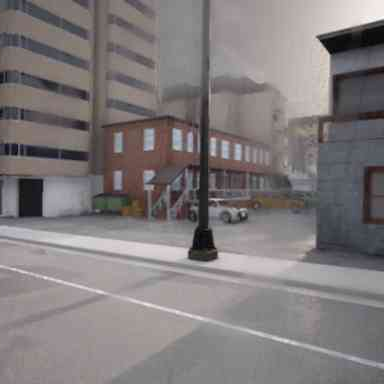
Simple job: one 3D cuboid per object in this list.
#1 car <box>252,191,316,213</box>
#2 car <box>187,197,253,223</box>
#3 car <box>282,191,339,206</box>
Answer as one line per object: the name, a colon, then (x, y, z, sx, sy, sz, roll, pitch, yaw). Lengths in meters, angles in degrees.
car: (7.231, 0.836, 27.671, 5.027, 1.636, 2.152, 1, 1, 36)
car: (1.644, 1.187, 21.710, 3.806, 1.475, 1.970, 0, 0, 36)
car: (12.559, 0.676, 35.538, 5.357, 1.415, 2.033, 1, 0, 36)
